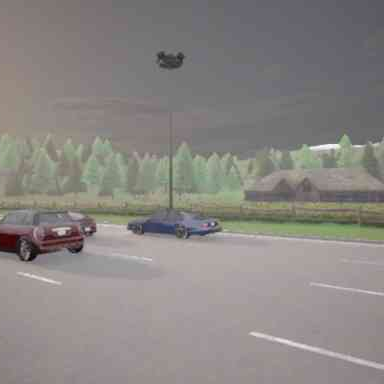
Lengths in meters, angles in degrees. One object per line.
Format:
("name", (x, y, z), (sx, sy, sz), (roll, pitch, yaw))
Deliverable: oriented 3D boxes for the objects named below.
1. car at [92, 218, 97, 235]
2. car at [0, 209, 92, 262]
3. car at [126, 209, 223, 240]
("car", (-6.957, 1.647, 17.544), (4.674, 1.442, 1.812), (0, 0, 35))
("car", (-6.233, 1.447, 12.730), (4.553, 1.767, 2.097), (-1, 0, 35))
("car", (-1.038, 1.633, 17.625), (5.357, 1.411, 2.033), (-1, 0, 35))
